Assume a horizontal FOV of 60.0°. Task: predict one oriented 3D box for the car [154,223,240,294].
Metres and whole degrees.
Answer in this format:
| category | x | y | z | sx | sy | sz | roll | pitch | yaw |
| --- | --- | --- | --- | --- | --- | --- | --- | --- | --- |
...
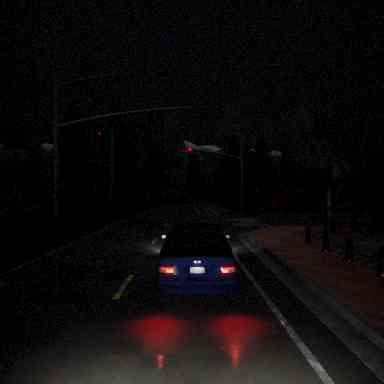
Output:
| category | x | y | z | sx | sy | sz | roll | pitch | yaw |
| --- | --- | --- | --- | --- | --- | --- | --- | --- | --- |
| car | 0.101 | 1.547 | 8.899 | 2.033 | 1.411 | 5.357 | 0 | 0 | 0 |
